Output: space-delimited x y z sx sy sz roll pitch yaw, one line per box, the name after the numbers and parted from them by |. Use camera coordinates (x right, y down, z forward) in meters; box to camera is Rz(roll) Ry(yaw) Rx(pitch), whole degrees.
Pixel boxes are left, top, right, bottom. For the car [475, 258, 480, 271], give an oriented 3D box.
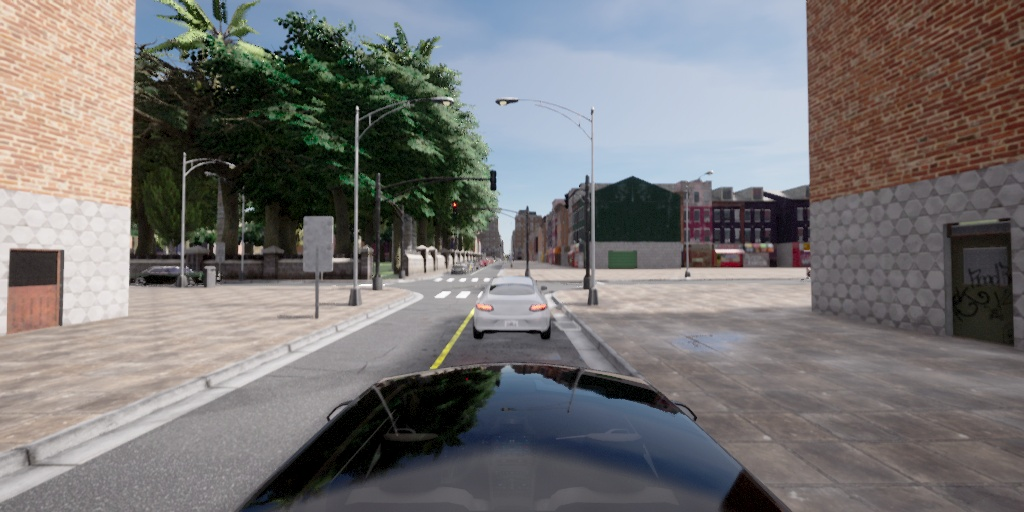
-5.611 1.271 46.054 2.007 1.370 4.403 0 0 -1 | car

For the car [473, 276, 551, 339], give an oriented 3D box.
0.017 1.265 9.893 1.812 1.442 4.674 0 0 1 | car

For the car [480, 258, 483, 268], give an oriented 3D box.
-5.662 1.288 51.503 1.948 1.339 4.313 0 0 -1 | car

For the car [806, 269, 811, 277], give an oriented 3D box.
24.003 1.121 25.685 4.718 1.301 1.895 -1 -1 0 | car

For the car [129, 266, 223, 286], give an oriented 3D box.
-21.024 1.304 22.448 4.718 1.301 1.895 0 -1 0 | car

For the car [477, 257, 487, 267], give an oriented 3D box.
-5.763 1.316 62.403 1.802 1.307 4.207 0 0 -1 | car

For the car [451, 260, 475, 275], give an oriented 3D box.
-5.572 1.271 38.918 2.007 1.370 4.403 0 0 -1 | car
